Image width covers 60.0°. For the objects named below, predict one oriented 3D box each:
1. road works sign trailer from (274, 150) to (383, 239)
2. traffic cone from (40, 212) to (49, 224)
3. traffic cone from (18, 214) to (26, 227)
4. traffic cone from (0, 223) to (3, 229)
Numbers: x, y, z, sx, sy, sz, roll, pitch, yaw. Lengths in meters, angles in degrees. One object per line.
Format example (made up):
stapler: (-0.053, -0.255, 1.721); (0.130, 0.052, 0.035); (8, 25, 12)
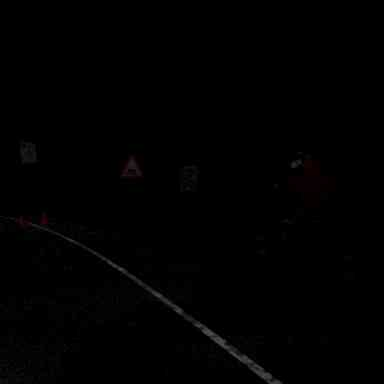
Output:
road works sign trailer: (4.321, 0.433, 9.907); (2.380, 2.880, 3.560); (43, -15, -21)
traffic cone: (-7.449, 1.311, 16.755); (0.340, 0.580, 0.340); (-5, 4, -35)
traffic cone: (-8.292, 1.379, 16.208); (0.340, 0.580, 0.340); (-5, 4, -33)
traffic cone: (-9.117, 1.447, 15.659); (0.340, 0.580, 0.340); (-5, 4, -33)
